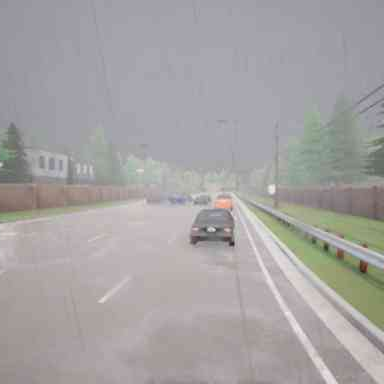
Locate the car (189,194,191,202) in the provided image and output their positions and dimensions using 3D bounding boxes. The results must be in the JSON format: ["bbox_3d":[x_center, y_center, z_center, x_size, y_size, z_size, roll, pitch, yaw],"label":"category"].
[{"bbox_3d":[-0.987,1.119,60.925,2.033,1.411,5.357,1,0,6],"label":"car"}]

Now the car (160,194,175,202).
[{"bbox_3d":[-4.465,1.051,61.315,1.812,1.442,4.674,1,0,6],"label":"car"}]

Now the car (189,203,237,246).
[{"bbox_3d":[0.998,1.455,14.957,2.033,1.411,5.357,1,0,6],"label":"car"}]

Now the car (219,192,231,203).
[{"bbox_3d":[6.060,1.000,60.939,2.097,1.767,4.553,1,0,6],"label":"car"}]

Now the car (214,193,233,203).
[{"bbox_3d":[3.760,1.121,39.534,2.097,1.767,4.553,1,0,6],"label":"car"}]

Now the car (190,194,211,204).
[{"bbox_3d":[1.376,1.229,50.595,1.994,1.385,4.181,1,0,6],"label":"car"}]

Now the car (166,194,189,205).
[{"bbox_3d":[-2.148,1.102,50.570,1.882,1.535,5.008,1,0,6],"label":"car"}]

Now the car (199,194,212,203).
[{"bbox_3d":[2.494,1.088,60.552,1.882,1.535,5.008,1,0,6],"label":"car"}]

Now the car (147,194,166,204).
[{"bbox_3d":[-5.626,1.074,50.960,2.128,1.511,4.902,1,0,6],"label":"car"}]
